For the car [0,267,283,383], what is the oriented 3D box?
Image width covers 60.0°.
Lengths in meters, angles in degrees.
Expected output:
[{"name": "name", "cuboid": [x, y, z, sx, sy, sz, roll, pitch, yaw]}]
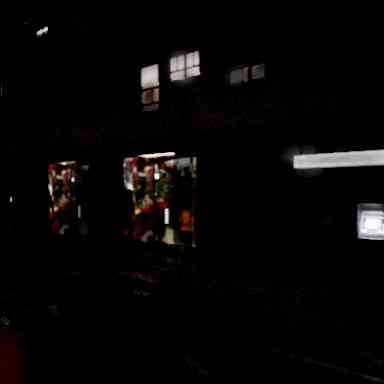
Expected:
[{"name": "car", "cuboid": [-1.280, 1.563, 3.781, 4.507, 1.381, 1.887, 0, 0, 35]}]
